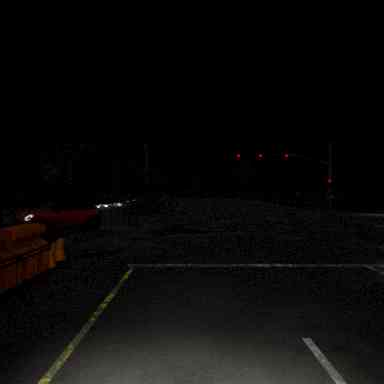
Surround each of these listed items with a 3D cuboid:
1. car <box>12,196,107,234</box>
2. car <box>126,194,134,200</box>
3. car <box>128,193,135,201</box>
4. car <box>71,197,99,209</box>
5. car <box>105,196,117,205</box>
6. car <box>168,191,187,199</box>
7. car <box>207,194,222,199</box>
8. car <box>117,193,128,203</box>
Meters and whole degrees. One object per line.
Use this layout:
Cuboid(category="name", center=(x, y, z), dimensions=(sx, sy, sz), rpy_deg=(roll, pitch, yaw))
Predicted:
Cuboid(category="car", center=(-7.523, 1.295, 18.748), dimensions=(4.553, 1.767, 2.097), rpy_deg=(0, 1, -45))
Cuboid(category="car", center=(-15.553, 1.154, 83.743), dimensions=(1.837, 1.490, 4.892), rpy_deg=(0, 0, -10))
Cuboid(category="car", center=(-14.133, 1.054, 73.601), dimensions=(2.097, 1.767, 4.553), rpy_deg=(0, 0, -3))
Cuboid(category="car", center=(-14.091, 1.377, 44.103), dimensions=(2.033, 1.411, 5.357), rpy_deg=(0, 0, 0))
Cuboid(category="car", center=(-14.077, 1.349, 54.087), dimensions=(1.994, 1.385, 4.181), rpy_deg=(0, 0, 0))
Cuboid(category="car", center=(-4.265, 0.822, 95.294), dimensions=(2.150, 2.045, 5.566), rpy_deg=(0, 0, -22))
Cuboid(category="car", center=(6.905, 1.145, 94.739), dimensions=(2.033, 1.411, 5.357), rpy_deg=(0, 0, -18))
Cuboid(category="car", center=(-14.033, 1.345, 63.332), dimensions=(1.895, 1.301, 4.718), rpy_deg=(0, 0, 1))
